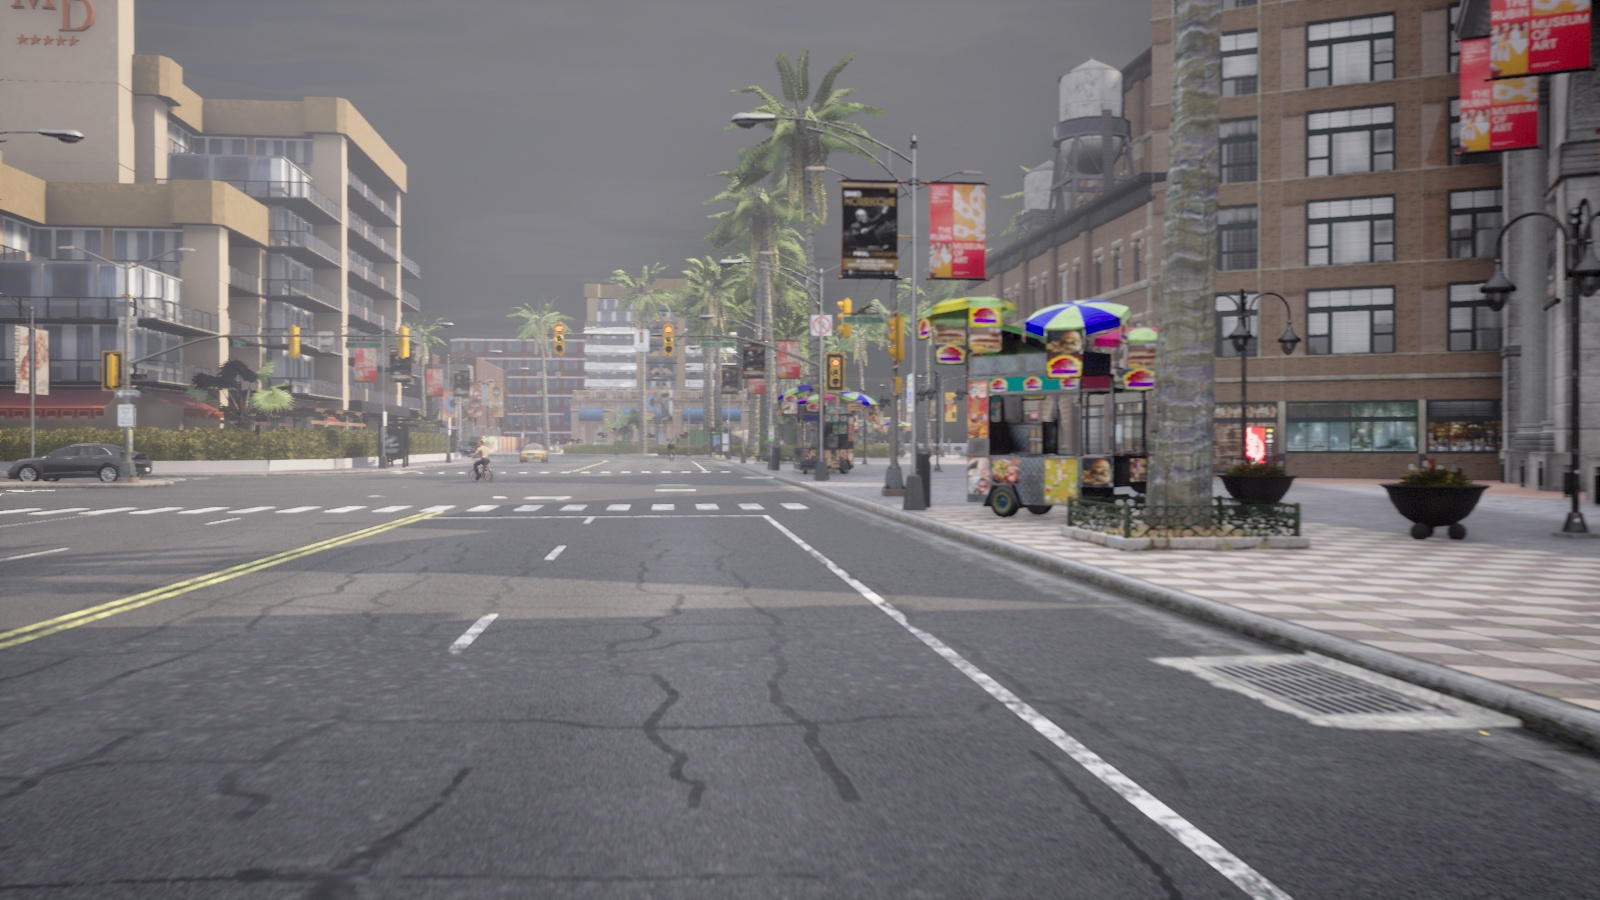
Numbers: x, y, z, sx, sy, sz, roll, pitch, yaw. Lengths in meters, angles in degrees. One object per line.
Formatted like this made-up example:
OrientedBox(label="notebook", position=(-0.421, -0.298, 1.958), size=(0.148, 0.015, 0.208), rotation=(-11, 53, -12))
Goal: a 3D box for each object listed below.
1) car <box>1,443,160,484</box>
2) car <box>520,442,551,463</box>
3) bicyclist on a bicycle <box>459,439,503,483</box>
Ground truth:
OrientedBox(label="car", position=(-27.190, 0.485, 47.603), size=(4.892, 1.490, 1.837), rotation=(-1, 0, -5))
OrientedBox(label="car", position=(-20.287, 0.144, 96.557), size=(1.801, 1.575, 5.366), rotation=(0, 0, -6))
OrientedBox(label="bicyclist on a bicycle", position=(-12.102, 0.416, 47.651), size=(1.509, 1.612, 0.866), rotation=(0, 2, 42))
